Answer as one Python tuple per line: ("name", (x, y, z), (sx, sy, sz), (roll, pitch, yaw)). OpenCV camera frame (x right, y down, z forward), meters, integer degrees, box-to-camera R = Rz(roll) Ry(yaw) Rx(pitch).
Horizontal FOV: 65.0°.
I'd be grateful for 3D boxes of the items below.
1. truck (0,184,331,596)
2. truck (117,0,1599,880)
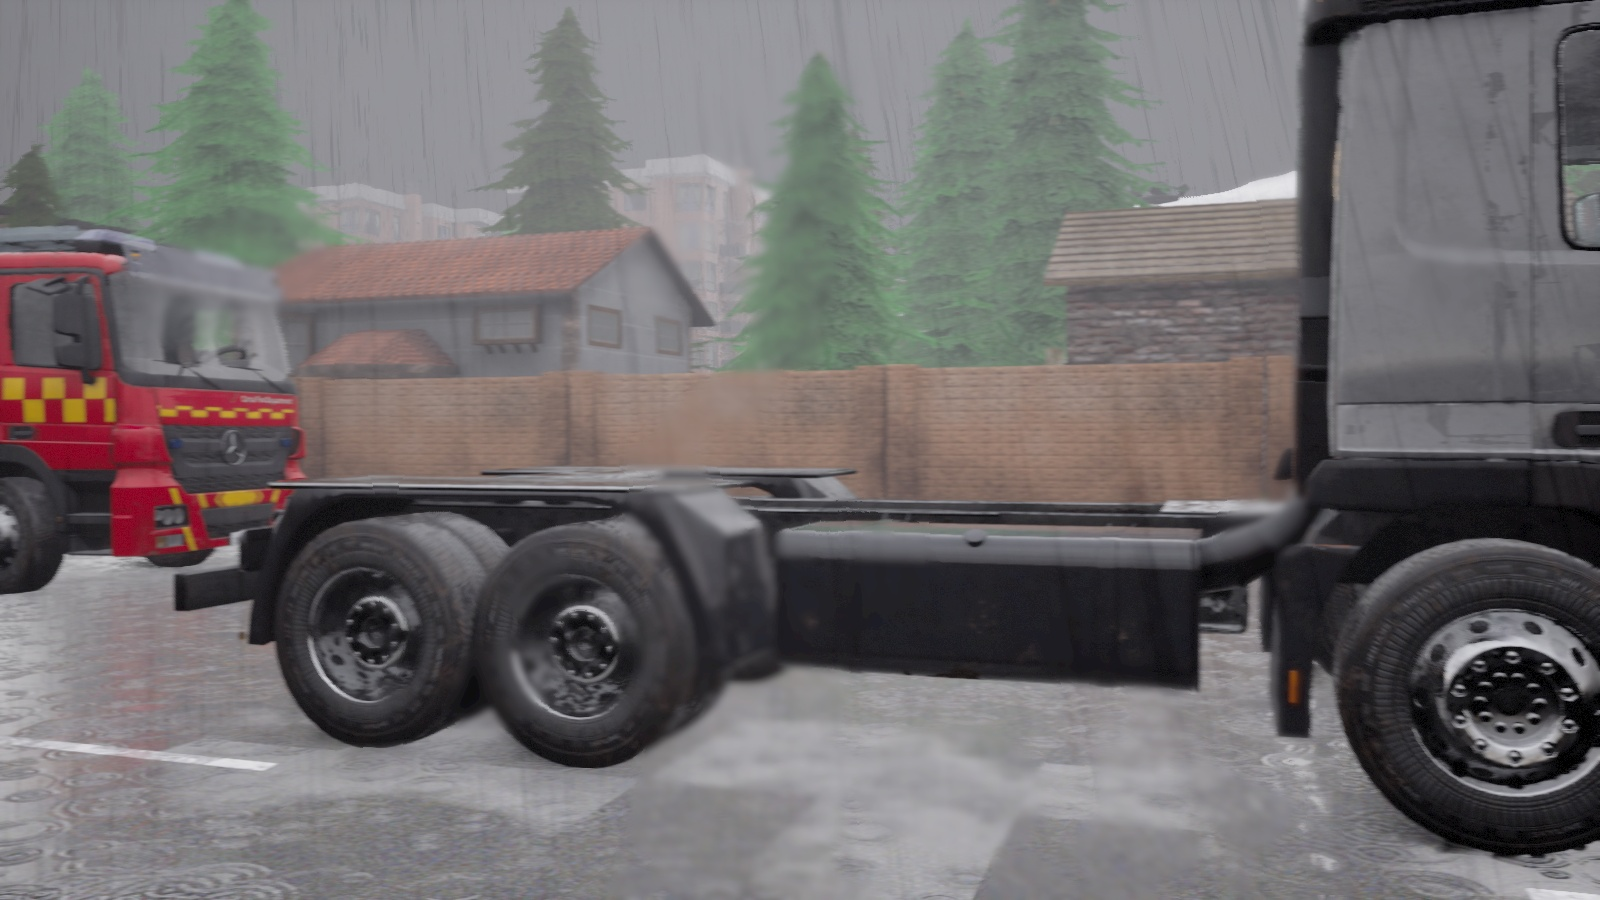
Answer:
("truck", (-9.861, -0.599, 13.931), (8.468, 3.827, 2.891), (0, 1, 11))
("truck", (0.675, -0.259, 6.644), (7.936, 3.462, 2.891), (1, 1, 19))
